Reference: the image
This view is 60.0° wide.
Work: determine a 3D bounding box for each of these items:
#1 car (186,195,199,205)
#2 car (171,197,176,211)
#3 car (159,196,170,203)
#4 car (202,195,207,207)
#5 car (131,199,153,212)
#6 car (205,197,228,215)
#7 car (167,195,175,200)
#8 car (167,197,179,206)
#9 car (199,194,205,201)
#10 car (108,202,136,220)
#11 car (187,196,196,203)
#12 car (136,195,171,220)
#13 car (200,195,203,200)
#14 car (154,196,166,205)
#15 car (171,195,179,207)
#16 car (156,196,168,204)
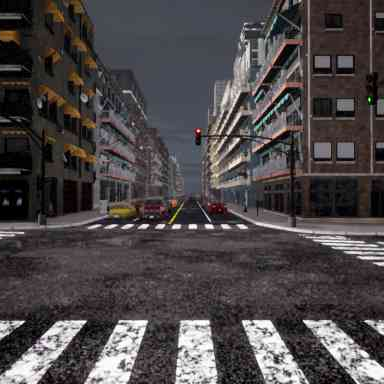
[{"bbox_3d":[-0.097,1.522,59.798,1.837,1.490,4.892,0,0,0],"label":"car"},{"bbox_3d":[-3.224,1.557,37.576,2.033,1.411,5.357,0,0,0],"label":"car"},{"bbox_3d":[-5.920,1.568,72.189,1.887,1.381,4.507,1,0,0],"label":"car"},{"bbox_3d":[2.571,1.450,39.062,1.967,1.590,4.097,1,0,0],"label":"car"},{"bbox_3d":[-5.811,1.554,39.048,1.887,1.381,4.507,1,0,0],"label":"car"},{"bbox_3d":[2.588,1.553,33.538,1.887,1.381,4.507,1,0,0],"label":"car"},{"bbox_3d":[-5.992,1.587,94.282,2.008,1.369,4.403,1,0,0],"label":"car"},{"bbox_3d":[-3.249,1.617,57.224,1.895,1.301,4.718,0,0,0],"label":"car"},{"bbox_3d":[2.732,1.380,81.851,2.097,1.767,4.553,0,0,0],"label":"car"},{"bbox_3d":[-5.773,1.532,27.831,1.752,1.417,4.829,1,0,0],"label":"car"},{"bbox_3d":[-0.151,1.623,70.025,1.895,1.301,4.718,0,0,0],"label":"car"},{"bbox_3d":[-3.166,1.359,28.084,2.097,1.767,4.553,0,0,-1],"label":"car"},{"bbox_3d":[2.533,1.596,50.108,1.802,1.307,4.206,1,0,0],"label":"car"},{"bbox_3d":[-5.883,1.543,60.972,1.752,1.417,4.829,1,0,0],"label":"car"},{"bbox_3d":[-3.246,1.365,47.366,2.097,1.767,4.553,0,0,0],"label":"car"},{"bbox_3d":[-5.902,1.572,66.665,2.008,1.369,4.403,1,0,0],"label":"car"}]
